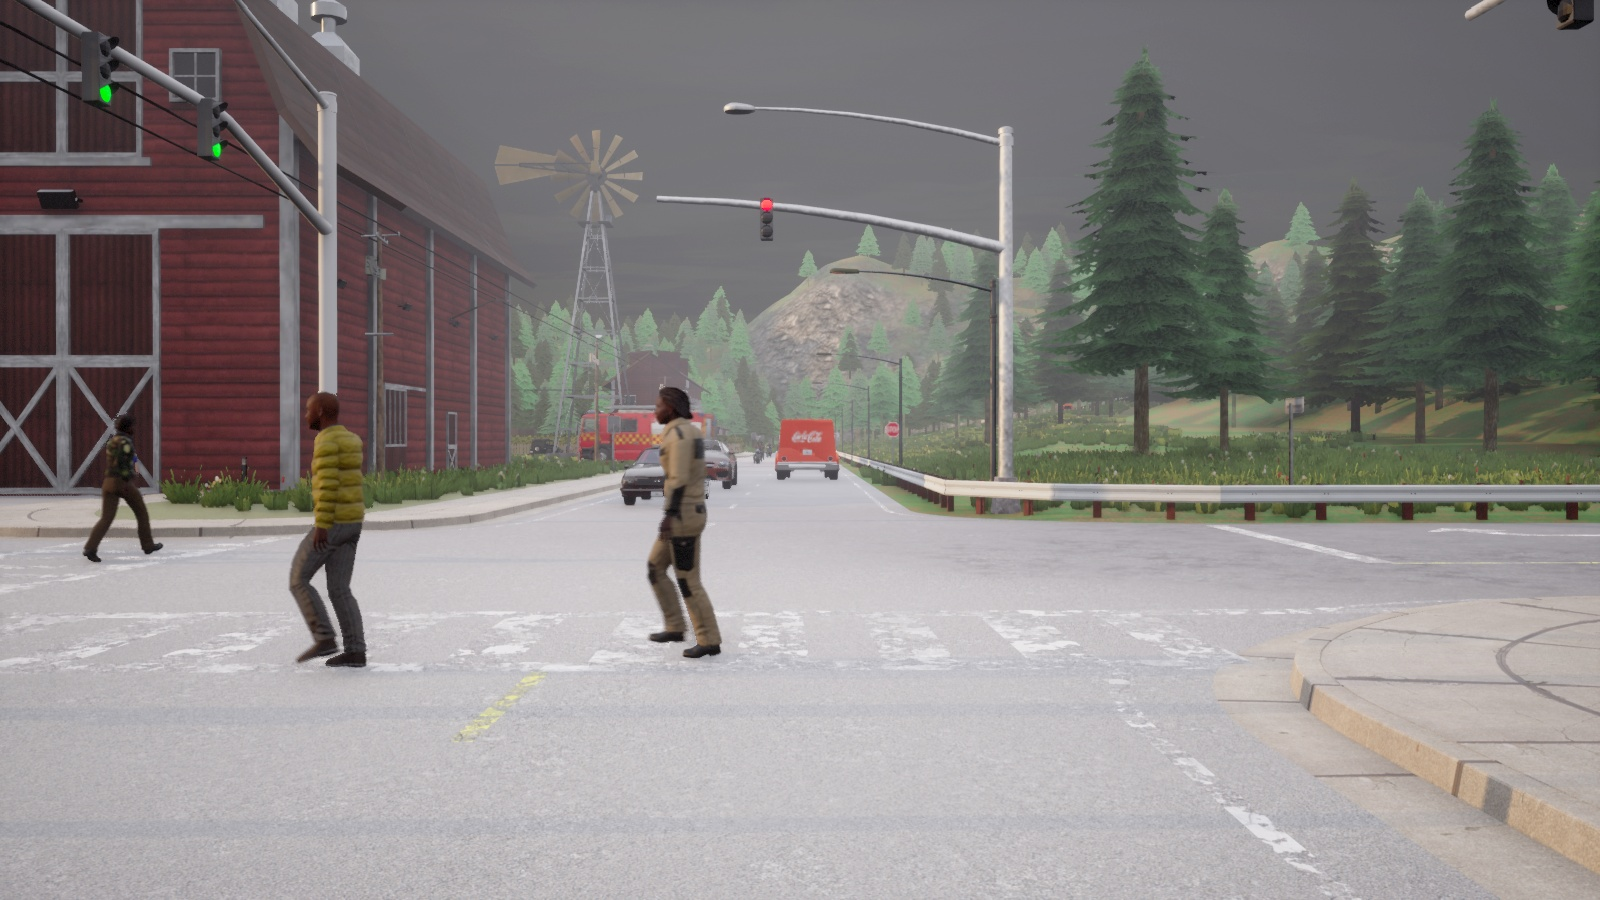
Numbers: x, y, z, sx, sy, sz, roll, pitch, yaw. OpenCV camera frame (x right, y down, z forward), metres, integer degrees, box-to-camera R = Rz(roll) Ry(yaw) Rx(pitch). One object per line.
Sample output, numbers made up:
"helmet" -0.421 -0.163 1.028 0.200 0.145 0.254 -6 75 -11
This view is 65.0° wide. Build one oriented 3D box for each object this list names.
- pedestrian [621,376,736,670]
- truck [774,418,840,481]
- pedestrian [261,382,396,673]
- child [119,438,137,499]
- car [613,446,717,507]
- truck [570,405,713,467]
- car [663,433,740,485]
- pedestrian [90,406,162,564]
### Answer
"pedestrian" -0.814 0.481 8.499 0.692 1.930 0.396 0 0 10
"truck" 0.305 -0.036 52.412 2.627 2.467 5.204 0 0 0
"pedestrian" -3.053 0.489 8.152 0.726 1.835 0.370 0 0 7
"child" -14.059 0.380 26.280 0.270 1.263 0.437 0 0 -21
"car" -3.308 0.611 31.870 2.033 1.411 5.357 0 0 0
"truck" -9.980 -0.873 79.195 8.468 3.827 2.891 0 0 12
"car" -3.251 0.283 42.350 2.152 1.651 5.027 0 0 0
"pedestrian" -8.447 0.426 15.757 0.395 1.930 0.692 0 0 25
